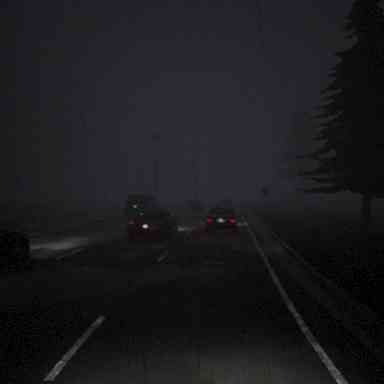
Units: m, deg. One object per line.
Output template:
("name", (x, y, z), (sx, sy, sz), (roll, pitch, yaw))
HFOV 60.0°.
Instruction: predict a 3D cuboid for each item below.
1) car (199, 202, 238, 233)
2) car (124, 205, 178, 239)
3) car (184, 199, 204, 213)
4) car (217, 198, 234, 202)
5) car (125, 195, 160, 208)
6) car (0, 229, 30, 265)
("car", (1.801, 1.577, 20.123), (2.033, 1.411, 5.357), (0, 0, 6))
("car", (-1.977, 1.589, 17.643), (1.994, 1.385, 4.181), (0, 0, 6))
("car", (0.266, 1.532, 37.915), (1.882, 1.535, 5.008), (0, 0, 6))
("car", (4.288, 1.564, 42.382), (1.837, 1.490, 4.892), (0, -1, 6))
("car", (-4.236, 1.263, 29.182), (2.150, 2.045, 5.566), (0, 0, 6))
("car", (-6.354, 1.504, 8.969), (2.128, 1.511, 4.902), (0, 0, 4))
